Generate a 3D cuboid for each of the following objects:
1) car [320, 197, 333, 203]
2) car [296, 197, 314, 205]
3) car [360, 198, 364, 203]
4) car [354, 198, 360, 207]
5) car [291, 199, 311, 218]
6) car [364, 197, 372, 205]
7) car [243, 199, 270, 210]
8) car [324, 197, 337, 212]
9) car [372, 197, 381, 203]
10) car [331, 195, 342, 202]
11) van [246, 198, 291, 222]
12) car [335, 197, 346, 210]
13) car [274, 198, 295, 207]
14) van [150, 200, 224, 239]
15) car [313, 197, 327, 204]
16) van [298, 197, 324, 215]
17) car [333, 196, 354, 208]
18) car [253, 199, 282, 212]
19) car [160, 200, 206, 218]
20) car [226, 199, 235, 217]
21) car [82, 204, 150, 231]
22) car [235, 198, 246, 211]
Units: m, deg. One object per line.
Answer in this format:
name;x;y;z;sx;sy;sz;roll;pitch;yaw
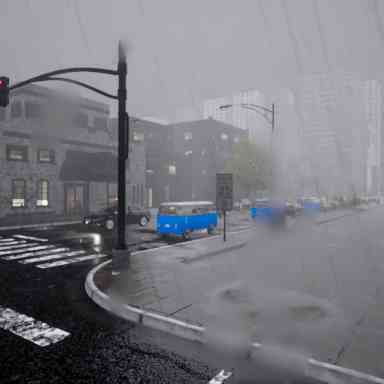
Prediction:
car;31.007;1.792;76.758;1.947;1.339;4.313;0;0;35
car;21.508;1.706;63.187;1.887;1.381;4.507;0;0;35
car;28.461;1.748;58.506;1.752;1.417;4.829;0;0;35
car;25.198;1.517;53.844;2.192;1.841;5.009;0;0;35
car;9.363;1.656;31.225;1.887;1.381;4.507;0;0;35
car;34.696;1.810;67.414;1.887;1.381;4.507;0;0;35
car;8.842;1.629;45.094;1.887;1.381;4.507;0;0;35
car;15.795;1.671;40.412;1.752;1.417;4.829;0;0;35
car;44.196;1.900;80.984;1.947;1.339;4.313;0;0;35
car;37.341;1.713;85.805;1.967;1.590;4.097;0;0;35
van;6.198;1.436;26.702;1.690;1.788;3.998;0;0;35
car;18.863;1.729;44.796;1.947;1.339;4.313;0;0;35
car;15.175;1.666;54.140;1.887;1.381;4.507;0;0;35
van;-0.135;1.407;17.655;1.690;1.788;3.998;0;0;35
car;27.744;1.729;72.095;1.752;1.417;4.829;0;0;35
van;12.531;1.469;35.749;1.690;1.788;3.998;0;0;35
car;22.032;1.497;49.320;2.192;1.841;5.009;0;0;35
car;9.459;1.621;41.411;1.812;1.442;4.674;1;0;35
car;-0.755;1.558;31.383;1.752;1.417;4.829;0;0;35
car;1.722;1.559;30.400;1.837;1.490;4.892;1;0;35
car;-4.699;1.529;21.230;1.837;1.490;4.892;1;0;35
car;5.677;1.507;40.570;1.967;1.590;4.097;0;0;35
